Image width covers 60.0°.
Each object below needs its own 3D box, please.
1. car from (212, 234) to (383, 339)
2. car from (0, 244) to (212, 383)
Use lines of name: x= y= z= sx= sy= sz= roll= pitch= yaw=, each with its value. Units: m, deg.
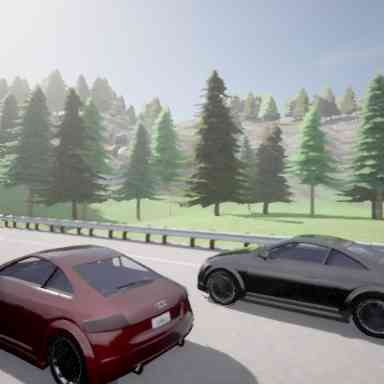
car: x=2.172 y=1.551 z=6.605 sx=4.181 sy=1.385 sz=1.994 roll=0 pitch=0 yaw=35
car: x=-2.036 y=1.557 z=5.256 sx=4.181 sy=1.385 sz=1.994 roll=0 pitch=0 yaw=34
